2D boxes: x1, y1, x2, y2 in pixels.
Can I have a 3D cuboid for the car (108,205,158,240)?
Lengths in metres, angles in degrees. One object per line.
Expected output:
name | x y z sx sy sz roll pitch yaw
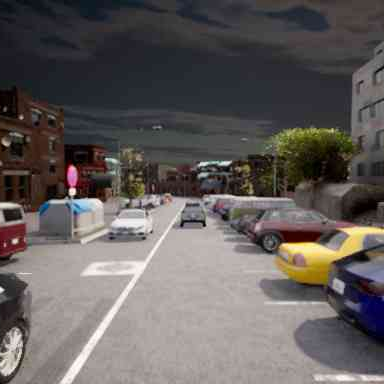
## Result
car | -3.111 1.636 17.751 1.812 1.442 4.674 0 0 0

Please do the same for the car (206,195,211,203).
car | 4.643 1.644 47.218 4.553 1.767 2.185 0 0 0

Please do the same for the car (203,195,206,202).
car | 4.637 1.697 55.724 4.553 1.767 2.185 0 0 0

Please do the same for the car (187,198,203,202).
car | 0.066 1.737 42.171 1.882 1.535 5.008 0 0 0

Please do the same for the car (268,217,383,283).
car | 4.828 1.527 8.108 5.366 1.575 1.946 0 0 0

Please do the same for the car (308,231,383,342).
car | 4.674 1.543 5.315 4.792 1.488 2.163 0 0 0

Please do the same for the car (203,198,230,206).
car | 4.593 1.873 63.980 5.008 1.535 2.097 0 0 0

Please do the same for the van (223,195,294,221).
van | 4.515 1.390 22.077 4.442 1.987 1.878 0 0 0

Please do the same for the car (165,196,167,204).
car | -7.759 1.895 62.804 4.792 1.488 2.163 0 0 0

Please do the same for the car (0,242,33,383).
car | -3.083 1.523 2.641 1.837 1.490 4.892 0 -1 0

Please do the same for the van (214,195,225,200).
van | 4.740 1.459 33.251 4.442 1.987 1.878 0 0 0

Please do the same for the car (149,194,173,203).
car | -7.718 1.665 83.273 5.566 2.045 2.435 0 0 0

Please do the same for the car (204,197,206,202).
car | 4.579 1.817 50.013 4.792 1.488 2.163 0 0 0

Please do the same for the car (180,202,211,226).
car | 0.080 1.700 24.734 2.033 1.411 5.357 0 0 0

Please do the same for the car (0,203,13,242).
car | -7.715 1.278 7.822 5.566 2.045 2.435 0 0 0

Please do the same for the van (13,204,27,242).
van | -7.806 1.320 10.613 4.442 1.987 1.878 0 0 0

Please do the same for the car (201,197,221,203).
car | 4.579 1.944 80.754 4.892 1.521 2.231 0 1 0

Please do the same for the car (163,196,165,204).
car | -7.725 1.888 59.866 4.674 1.452 2.002 0 0 0

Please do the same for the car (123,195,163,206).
car | -7.749 1.542 51.053 5.566 2.045 2.435 0 0 0

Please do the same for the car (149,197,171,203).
car | -7.749 1.946 80.330 5.008 1.535 2.097 0 0 0

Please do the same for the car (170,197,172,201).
car | -7.554 1.935 74.558 5.366 1.575 1.946 0 0 0

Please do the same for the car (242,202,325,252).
car | 4.606 1.439 13.697 4.553 1.767 2.185 0 0 0

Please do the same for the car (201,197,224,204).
car | 4.596 1.942 75.151 4.892 1.521 2.231 0 0 0

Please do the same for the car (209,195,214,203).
car | 4.588 1.593 38.838 4.553 1.767 2.185 0 0 0

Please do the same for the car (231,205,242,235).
car | 4.630 1.583 16.488 4.892 1.521 2.231 0 0 0

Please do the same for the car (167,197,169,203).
car | -7.741 1.902 68.555 4.892 1.521 2.231 0 0 0

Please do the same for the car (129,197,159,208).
car | -7.692 1.685 53.866 4.553 1.767 2.185 0 0 0

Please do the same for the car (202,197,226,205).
car | 4.588 1.909 69.691 4.892 1.521 2.231 0 0 0

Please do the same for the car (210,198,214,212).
car | 4.649 1.731 36.046 4.792 1.488 2.163 0 0 0

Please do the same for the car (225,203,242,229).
car | 4.640 1.600 19.282 4.892 1.521 2.231 0 0 0

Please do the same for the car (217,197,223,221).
car | 4.658 1.525 27.665 4.553 1.767 2.185 0 0 0

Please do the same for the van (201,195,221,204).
van | 4.471 1.727 77.946 4.442 1.987 1.878 0 0 0

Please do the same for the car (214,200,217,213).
car | 4.623 1.707 30.456 4.674 1.452 2.002 0 0 0

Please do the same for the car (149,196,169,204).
car | -7.711 1.825 77.500 4.553 1.767 2.185 0 0 0
